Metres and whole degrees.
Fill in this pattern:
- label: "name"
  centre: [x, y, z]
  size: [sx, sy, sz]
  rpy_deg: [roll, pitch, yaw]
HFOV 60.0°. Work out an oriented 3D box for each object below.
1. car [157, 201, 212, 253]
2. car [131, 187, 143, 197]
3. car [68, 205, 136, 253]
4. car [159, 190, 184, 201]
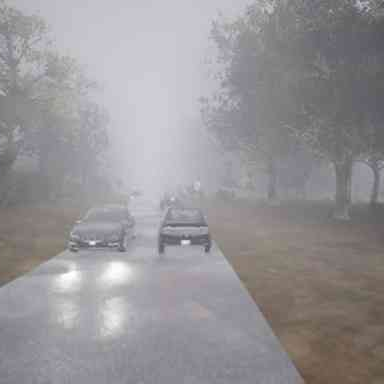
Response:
- label: "car"
  centre: [-0.337, 1.340, 13.021]
  size: [2.128, 1.511, 4.902]
  rpy_deg: [0, 1, -3]
- label: "car"
  centre: [-9.191, -0.041, 55.627]
  size: [1.882, 1.535, 5.008]
  rpy_deg: [1, 1, -12]
- label: "car"
  centre: [-3.269, 1.309, 12.908]
  size: [1.837, 1.490, 4.892]
  rpy_deg: [1, 1, -3]
- label: "car"
  centre: [-1.975, 0.631, 31.317]
  size: [2.097, 1.767, 4.553]
  rpy_deg: [1, 2, -7]
